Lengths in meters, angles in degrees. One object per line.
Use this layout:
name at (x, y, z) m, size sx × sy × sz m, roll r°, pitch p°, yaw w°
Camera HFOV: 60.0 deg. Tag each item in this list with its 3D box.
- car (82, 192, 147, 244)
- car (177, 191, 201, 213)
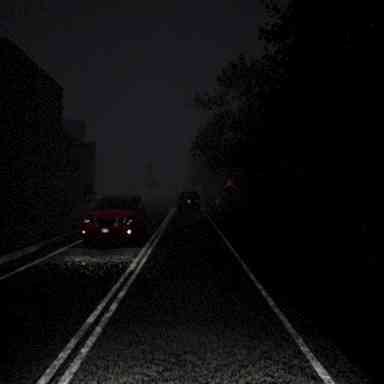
car at (-3.469, 1.156, 15.926) m, size 2.150 × 2.045 × 5.566 m, roll 0°, pitch 0°, yaw -1°
car at (-0.314, 0.950, 33.241) m, size 2.150 × 2.045 × 5.566 m, roll 0°, pitch 0°, yaw -1°
